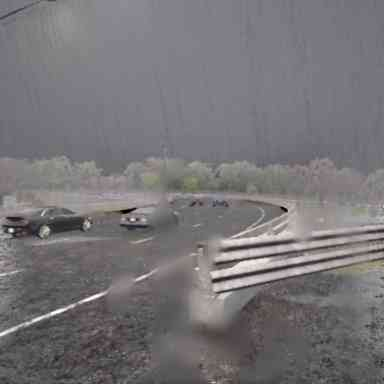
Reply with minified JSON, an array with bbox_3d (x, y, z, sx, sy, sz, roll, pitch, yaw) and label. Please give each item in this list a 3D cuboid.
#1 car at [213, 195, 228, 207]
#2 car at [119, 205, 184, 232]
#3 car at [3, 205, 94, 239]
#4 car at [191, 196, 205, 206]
[{"bbox_3d":[4.171,1.247,48.137,2.097,1.767,4.553,0,0,6],"label":"car"},{"bbox_3d":[-2.223,1.498,19.819,2.033,1.411,5.357,0,0,20],"label":"car"},{"bbox_3d":[-7.128,1.455,17.090,1.837,1.490,4.892,0,0,23],"label":"car"},{"bbox_3d":[0.961,1.388,51.424,1.837,1.490,4.892,0,0,4],"label":"car"}]
